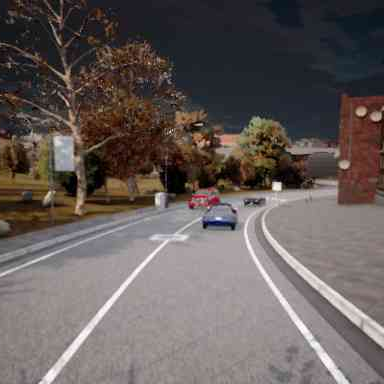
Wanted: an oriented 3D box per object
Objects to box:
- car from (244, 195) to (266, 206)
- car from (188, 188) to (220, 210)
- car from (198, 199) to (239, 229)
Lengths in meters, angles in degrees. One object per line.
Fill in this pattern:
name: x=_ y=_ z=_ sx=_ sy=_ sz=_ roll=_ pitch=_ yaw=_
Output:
car: x=7.734 y=0.964 z=40.386 sx=1.895 sy=1.301 sz=4.718 roll=2 pitch=3 yaw=23
car: x=1.347 y=0.696 z=33.830 sx=2.150 sy=2.045 sz=5.566 roll=2 pitch=2 yaw=18
car: x=1.828 y=1.410 z=20.558 sx=1.994 sy=1.385 sz=4.181 roll=1 pitch=1 yaw=10
